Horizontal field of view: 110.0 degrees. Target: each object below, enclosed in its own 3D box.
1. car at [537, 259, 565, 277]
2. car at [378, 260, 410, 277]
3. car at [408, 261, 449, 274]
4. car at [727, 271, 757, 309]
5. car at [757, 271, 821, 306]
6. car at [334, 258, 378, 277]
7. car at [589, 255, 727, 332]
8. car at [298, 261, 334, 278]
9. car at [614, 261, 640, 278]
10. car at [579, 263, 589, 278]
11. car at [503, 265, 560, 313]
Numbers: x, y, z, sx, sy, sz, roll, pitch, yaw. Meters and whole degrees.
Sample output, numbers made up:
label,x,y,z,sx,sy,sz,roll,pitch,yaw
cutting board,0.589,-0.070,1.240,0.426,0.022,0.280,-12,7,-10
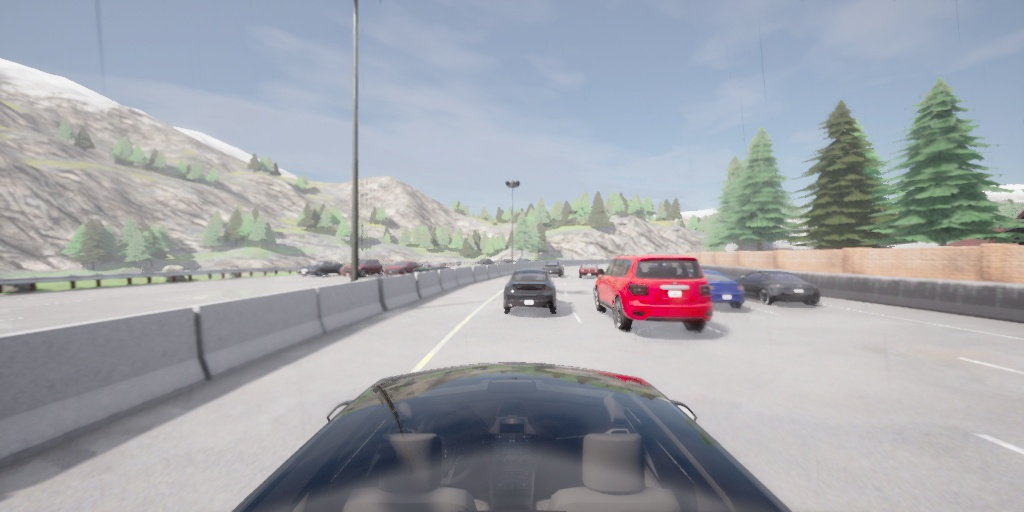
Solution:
label,x,y,z,sx,sy,sz,roll,pitch,yaw
car,4.132,1.249,35.559,2.128,1.511,4.902,0,0,13
car,-10.515,1.196,34.952,1.882,1.535,5.008,0,0,12
car,-7.367,1.328,33.036,1.895,1.301,4.718,0,0,11
car,7.852,1.295,15.039,1.812,1.442,4.674,0,0,5
car,11.489,1.343,16.101,1.994,1.385,4.181,0,0,6
car,-14.226,1.061,34.161,2.097,1.767,4.553,0,0,12
car,4.001,0.981,11.100,2.150,2.045,5.566,0,0,4
car,-17.845,1.191,33.944,2.128,1.511,4.902,0,0,11
car,11.415,1.268,35.936,2.128,1.511,4.902,0,0,14
car,7.401,1.367,34.289,1.895,1.301,4.718,0,0,12
car,0.753,1.255,14.056,1.837,1.490,4.892,0,0,5
